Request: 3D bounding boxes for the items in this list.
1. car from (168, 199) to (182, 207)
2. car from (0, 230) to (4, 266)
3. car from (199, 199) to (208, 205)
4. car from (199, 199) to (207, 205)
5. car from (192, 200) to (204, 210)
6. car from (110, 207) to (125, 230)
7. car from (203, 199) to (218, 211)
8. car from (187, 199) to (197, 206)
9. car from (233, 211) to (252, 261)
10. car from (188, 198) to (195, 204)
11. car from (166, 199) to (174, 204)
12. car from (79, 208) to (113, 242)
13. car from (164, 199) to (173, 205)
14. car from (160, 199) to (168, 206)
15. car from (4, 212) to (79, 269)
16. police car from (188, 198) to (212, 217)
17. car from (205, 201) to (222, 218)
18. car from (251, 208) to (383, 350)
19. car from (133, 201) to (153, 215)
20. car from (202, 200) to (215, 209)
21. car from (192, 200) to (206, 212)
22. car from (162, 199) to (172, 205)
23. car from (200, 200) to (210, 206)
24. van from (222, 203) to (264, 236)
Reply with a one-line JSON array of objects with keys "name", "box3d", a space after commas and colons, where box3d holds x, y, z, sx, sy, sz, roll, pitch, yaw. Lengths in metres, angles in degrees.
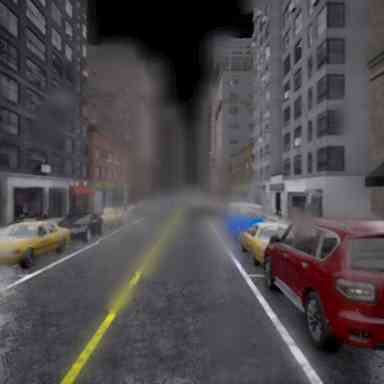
[{"name": "car", "box3d": [-3.033, 2.172, 65.313, 1.882, 1.535, 5.008, 0, -1, 0]}, {"name": "car", "box3d": [-5.775, 1.504, 6.305, 1.967, 1.590, 4.097, -1, -1, 0]}, {"name": "car", "box3d": [2.730, 2.382, 77.868, 1.887, 1.381, 4.507, -1, -1, 0]}, {"name": "car", "box3d": [2.728, 2.445, 83.373, 1.887, 1.381, 4.507, -1, -1, 0]}, {"name": "car", "box3d": [0.885, 2.034, 52.931, 1.882, 1.535, 5.008, 0, -1, 0]}, {"name": "car", "box3d": [-5.779, 1.755, 22.648, 1.752, 1.417, 4.829, -1, -1, 0]}, {"name": "car", "box3d": [2.736, 1.968, 50.346, 1.967, 1.590, 4.097, -1, -1, 0]}, {"name": "car", "box3d": [-0.021, 2.260, 72.835, 2.128, 1.511, 4.902, 0, -1, 0]}, {"name": "car", "box3d": [2.749, 1.645, 11.982, 1.752, 1.417, 4.829, -1, -1, 0]}, {"name": "car", "box3d": [-0.025, 2.287, 87.502, 1.837, 1.490, 4.892, 0, -1, 0]}, {"name": "car", "box3d": [-5.799, 2.508, 88.876, 1.887, 1.381, 4.507, -1, -1, 0]}, {"name": "car", "box3d": [-5.777, 1.740, 17.312, 1.947, 1.339, 4.313, -1, -1, 0]}, {"name": "car", "box3d": [-5.797, 2.451, 83.370, 2.008, 1.369, 4.403, -1, -1, 0]}, {"name": "car", "box3d": [-5.795, 2.214, 72.362, 1.967, 1.590, 4.097, -1, -1, 0]}, {"name": "car", "box3d": [-5.775, 1.642, 11.638, 1.752, 1.417, 4.829, -1, -1, 0]}, {"name": "police car", "box3d": [0.674, 1.806, 36.982, 1.930, 1.638, 5.238, 0, -1, -5]}, {"name": "car", "box3d": [2.743, 1.898, 33.829, 2.008, 1.369, 4.403, -1, -1, 0]}, {"name": "car", "box3d": [2.748, 1.378, 6.309, 2.192, 1.841, 5.009, -1, -1, 0]}, {"name": "car", "box3d": [-5.785, 1.847, 39.333, 1.967, 1.590, 4.097, -1, -1, 0]}, {"name": "car", "box3d": [2.736, 2.133, 55.849, 1.887, 1.381, 4.507, -1, -1, 0]}, {"name": "car", "box3d": [0.886, 1.968, 46.932, 1.882, 1.535, 5.008, 0, -1, 0]}, {"name": "car", "box3d": [-5.795, 2.403, 77.866, 1.947, 1.339, 4.313, -1, -1, 0]}, {"name": "car", "box3d": [2.731, 2.340, 72.363, 1.947, 1.339, 4.313, -1, -1, 0]}, {"name": "van", "box3d": [2.745, 1.515, 17.317, 1.690, 1.788, 3.998, -1, -1, 0]}]
